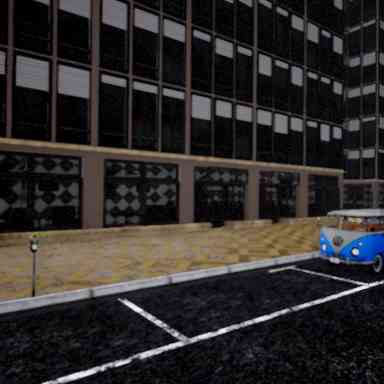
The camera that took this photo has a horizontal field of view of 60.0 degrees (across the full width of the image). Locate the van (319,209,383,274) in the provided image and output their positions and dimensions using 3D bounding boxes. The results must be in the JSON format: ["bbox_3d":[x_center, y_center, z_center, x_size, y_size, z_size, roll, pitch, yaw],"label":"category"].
[{"bbox_3d":[5.784,1.443,10.695,3.998,1.788,1.690,1,0,-36],"label":"van"}]
